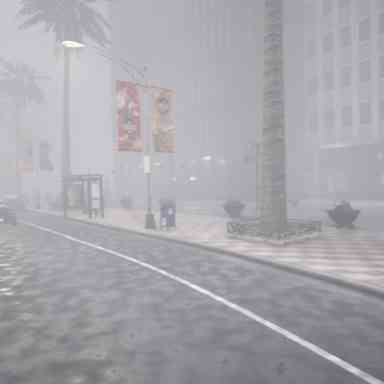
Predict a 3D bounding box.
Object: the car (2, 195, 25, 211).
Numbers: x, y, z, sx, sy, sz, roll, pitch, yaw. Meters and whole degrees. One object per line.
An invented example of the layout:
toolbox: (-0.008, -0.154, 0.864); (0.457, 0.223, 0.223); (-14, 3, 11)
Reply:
car: (-17.477, 1.064, 31.946); (2.231, 1.521, 4.892); (-3, 2, -38)

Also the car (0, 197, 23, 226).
car: (-11.767, 1.288, 19.848); (1.812, 1.442, 4.674); (-3, 2, -38)
